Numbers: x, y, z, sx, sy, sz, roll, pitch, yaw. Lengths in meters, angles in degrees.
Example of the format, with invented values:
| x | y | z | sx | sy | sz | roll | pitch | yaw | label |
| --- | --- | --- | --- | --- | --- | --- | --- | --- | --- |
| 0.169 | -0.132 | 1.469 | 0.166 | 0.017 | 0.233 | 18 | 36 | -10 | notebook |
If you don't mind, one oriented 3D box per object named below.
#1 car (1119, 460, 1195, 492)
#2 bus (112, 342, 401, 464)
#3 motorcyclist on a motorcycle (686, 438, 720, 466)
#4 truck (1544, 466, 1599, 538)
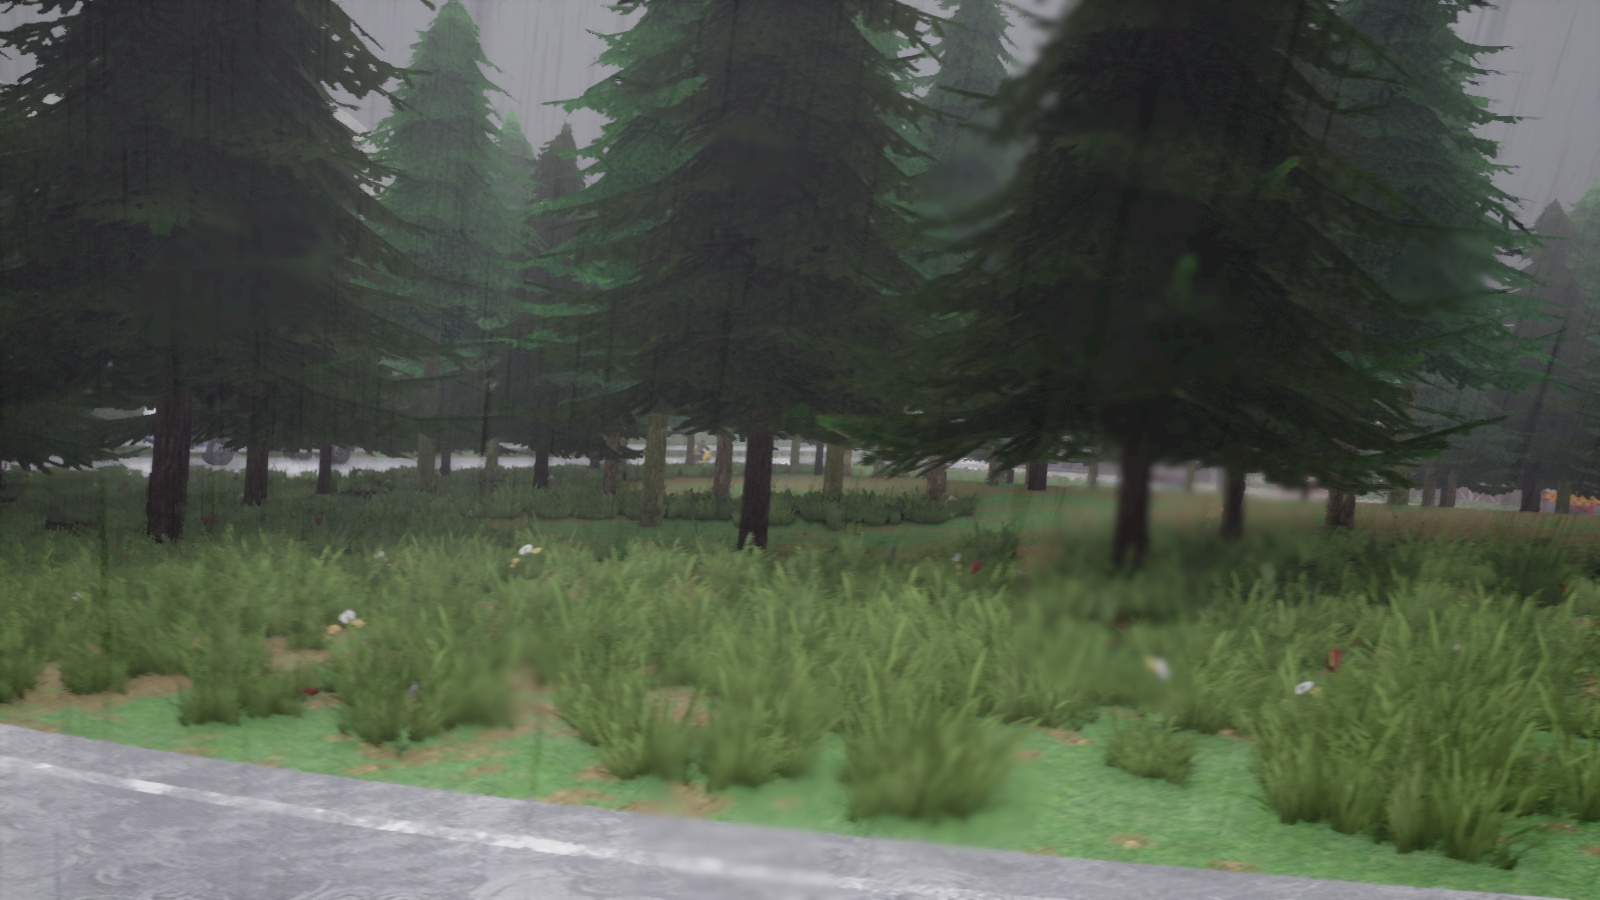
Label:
| x | y | z | sx | sy | sz | roll | pitch | yaw | label |
| --- | --- | --- | --- | --- | --- | --- | --- | --- | --- |
| 24.808 | 1.812 | 87.326 | 4.553 | 1.767 | 2.097 | 6 | 2 | 29 | car |
| -21.731 | -1.751 | 51.103 | 3.944 | 4.253 | 10.273 | 6 | 2 | 29 | bus |
| -5.619 | 0.134 | 72.863 | 0.797 | 1.523 | 2.044 | 6 | 2 | 29 | motorcyclist on a motorcycle |
| 47.063 | 3.185 | 70.727 | 8.468 | 3.827 | 2.891 | 6 | 2 | 29 | truck |
